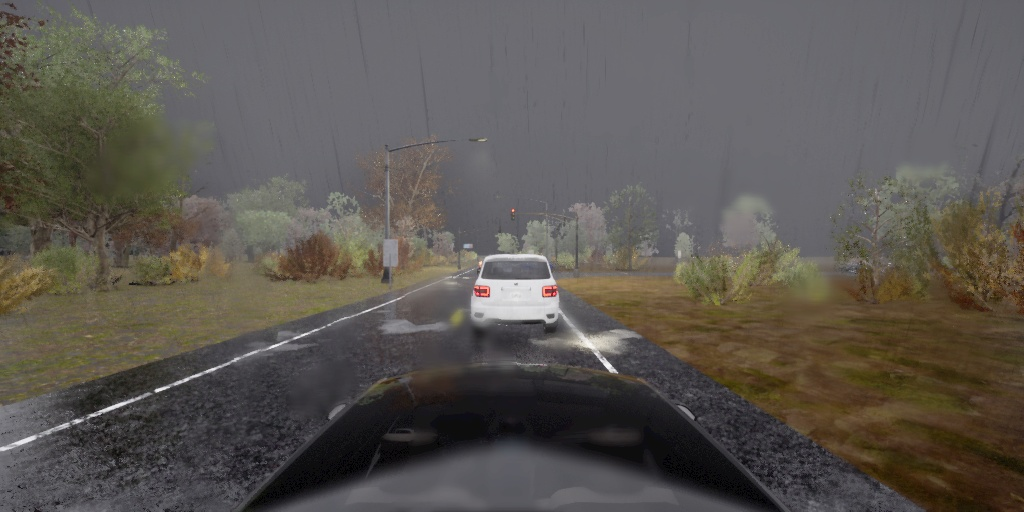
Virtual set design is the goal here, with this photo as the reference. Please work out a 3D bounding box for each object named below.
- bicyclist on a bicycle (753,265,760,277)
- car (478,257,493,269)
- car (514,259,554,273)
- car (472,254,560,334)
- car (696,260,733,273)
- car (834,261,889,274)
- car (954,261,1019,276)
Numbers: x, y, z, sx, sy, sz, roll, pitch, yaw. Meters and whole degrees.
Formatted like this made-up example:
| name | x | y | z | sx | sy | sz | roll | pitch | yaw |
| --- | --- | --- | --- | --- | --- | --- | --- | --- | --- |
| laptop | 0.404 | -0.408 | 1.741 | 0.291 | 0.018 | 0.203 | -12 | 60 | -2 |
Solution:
| name | x | y | z | sx | sy | sz | roll | pitch | yaw |
| --- | --- | --- | --- | --- | --- | --- | --- | --- | --- |
| bicyclist on a bicycle | 24.018 | 1.223 | 35.229 | 0.582 | 1.620 | 1.656 | 0 | 0 | 1 |
| car | -4.205 | 1.104 | 57.563 | 2.097 | 1.767 | 4.553 | 0 | 0 | -2 |
| car | 2.787 | 1.229 | 45.792 | 5.008 | 1.535 | 1.882 | 0 | 1 | 41 |
| car | 0.088 | 0.971 | 10.744 | 2.150 | 2.045 | 5.566 | 0 | 0 | 0 |
| car | 22.960 | 1.257 | 41.554 | 4.902 | 1.511 | 2.128 | 0 | 0 | 1 |
| car | 39.786 | 1.254 | 40.895 | 5.008 | 1.535 | 1.882 | 0 | 0 | 4 |
| car | 49.073 | 1.279 | 37.107 | 4.902 | 1.511 | 2.128 | 0 | 0 | 5 |
